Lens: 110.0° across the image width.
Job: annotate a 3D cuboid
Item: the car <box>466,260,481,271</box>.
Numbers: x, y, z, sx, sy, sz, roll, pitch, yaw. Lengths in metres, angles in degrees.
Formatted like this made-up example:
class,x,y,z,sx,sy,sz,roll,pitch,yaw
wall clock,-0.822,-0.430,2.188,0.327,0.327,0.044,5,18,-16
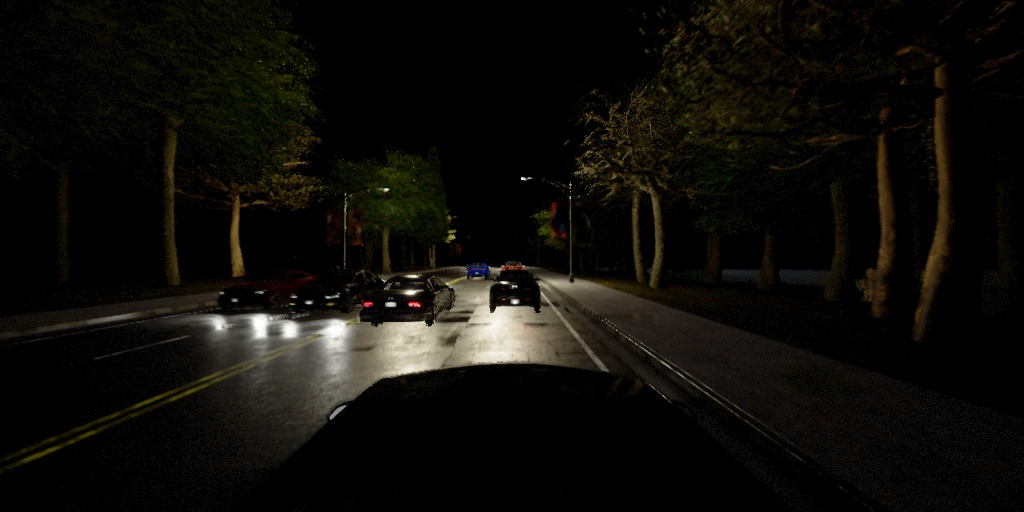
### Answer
class,x,y,z,sx,sy,sz,roll,pitch,yaw
car,-6.492,1.593,60.548,2.097,1.767,4.553,0,-1,0

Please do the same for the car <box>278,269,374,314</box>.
class,x,y,z,sx,sy,sz,roll,pitch,yaw
car,-6.598,1.281,14.073,1.837,1.490,4.892,0,0,0

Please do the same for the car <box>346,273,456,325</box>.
class,x,y,z,sx,sy,sz,roll,pitch,yaw
car,-3.148,1.317,11.818,2.033,1.411,5.357,0,0,0

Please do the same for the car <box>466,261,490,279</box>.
class,x,y,z,sx,sy,sz,roll,pitch,yaw
car,-3.145,1.403,34.569,1.882,1.535,5.008,0,-1,0

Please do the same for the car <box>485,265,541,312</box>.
class,x,y,z,sx,sy,sz,roll,pitch,yaw
car,0.097,1.283,14.409,1.837,1.490,4.892,0,0,0

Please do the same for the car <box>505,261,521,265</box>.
class,x,y,z,sx,sy,sz,roll,pitch,yaw
car,0.105,1.256,32.461,2.097,1.767,4.553,0,-1,0

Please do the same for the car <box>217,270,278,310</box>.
class,x,y,z,sx,sy,sz,roll,pitch,yaw
car,-9.848,1.306,15.063,1.812,1.442,4.674,0,0,0
